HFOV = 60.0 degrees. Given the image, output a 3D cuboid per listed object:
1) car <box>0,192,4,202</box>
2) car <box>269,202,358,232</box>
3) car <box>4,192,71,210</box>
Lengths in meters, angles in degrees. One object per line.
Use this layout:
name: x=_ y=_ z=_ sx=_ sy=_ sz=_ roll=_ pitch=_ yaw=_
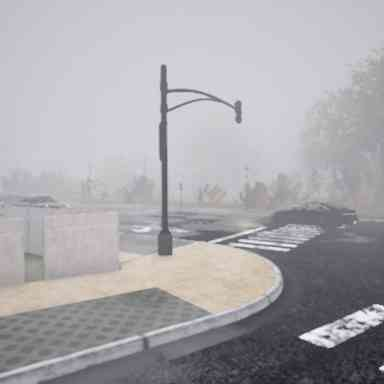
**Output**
car: x=-23.141 y=0.718 z=41.554 sx=4.902 sy=1.511 sz=2.128 roll=1 pitch=1 yaw=30
car: x=6.708 y=1.299 z=18.826 sx=2.128 sy=1.511 sz=4.902 roll=0 pitch=1 yaw=-42
car: x=-10.296 y=0.980 z=22.613 sx=4.553 sy=1.767 sz=2.097 roll=1 pitch=1 yaw=31
